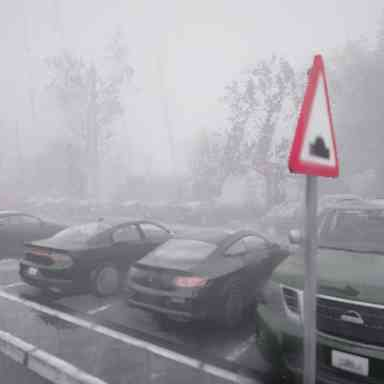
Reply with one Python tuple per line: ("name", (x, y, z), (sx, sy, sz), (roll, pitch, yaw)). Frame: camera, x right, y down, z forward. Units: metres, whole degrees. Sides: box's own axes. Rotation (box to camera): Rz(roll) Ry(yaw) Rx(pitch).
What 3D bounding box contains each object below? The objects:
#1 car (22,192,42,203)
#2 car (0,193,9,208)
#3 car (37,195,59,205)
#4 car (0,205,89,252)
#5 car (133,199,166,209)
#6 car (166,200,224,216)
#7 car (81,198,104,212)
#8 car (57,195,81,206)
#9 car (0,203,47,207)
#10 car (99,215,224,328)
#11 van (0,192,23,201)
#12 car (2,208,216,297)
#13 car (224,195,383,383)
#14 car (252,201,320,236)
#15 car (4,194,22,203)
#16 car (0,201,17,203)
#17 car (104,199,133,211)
("car", (-13.159, 1.112, 31.820), (2.185, 1.767, 4.553), (0, 0, 35))
("car", (-24.777, 1.024, 39.841), (2.185, 1.767, 4.553), (0, 0, 35))
("car", (-10.863, 1.255, 30.178), (2.097, 1.535, 5.008), (0, 0, 35))
("car", (-6.293, 1.384, 11.680), (2.002, 1.452, 4.674), (0, 0, 35))
("car", (-1.493, 1.326, 23.651), (2.097, 1.535, 5.008), (0, 0, 35))
("car", (0.825, 1.344, 22.038), (2.231, 1.521, 4.892), (0, 0, 35))
("car", (-6.108, 1.320, 26.907), (2.163, 1.488, 4.792), (0, 0, 35))
("car", (-8.541, 1.272, 28.572), (2.097, 1.535, 5.008), (0, 0, 35))
("car", (-8.608, 1.367, 13.300), (2.002, 1.452, 4.674), (0, 0, 35))
("car", (0.664, 1.431, 6.834), (2.002, 1.452, 4.674), (0, 0, 35))
("van", (-17.639, 0.977, 35.045), (1.878, 1.987, 4.442), (1, 0, 35))
("car", (-1.657, 1.377, 8.448), (2.097, 1.535, 5.008), (0, 0, 35))
("car", (2.969, 1.154, 5.198), (2.435, 2.045, 5.566), (0, 0, 35))
("car", (5.466, 1.376, 18.822), (2.231, 1.521, 4.892), (0, 0, 35))
("car", (-15.491, 1.220, 33.414), (2.097, 1.535, 5.008), (0, 0, 35))
("car", (-10.945, 1.339, 14.889), (2.163, 1.488, 4.792), (0, 0, 35))
("car", (-3.810, 1.308, 25.265), (2.097, 1.535, 5.008), (0, 0, 35))
